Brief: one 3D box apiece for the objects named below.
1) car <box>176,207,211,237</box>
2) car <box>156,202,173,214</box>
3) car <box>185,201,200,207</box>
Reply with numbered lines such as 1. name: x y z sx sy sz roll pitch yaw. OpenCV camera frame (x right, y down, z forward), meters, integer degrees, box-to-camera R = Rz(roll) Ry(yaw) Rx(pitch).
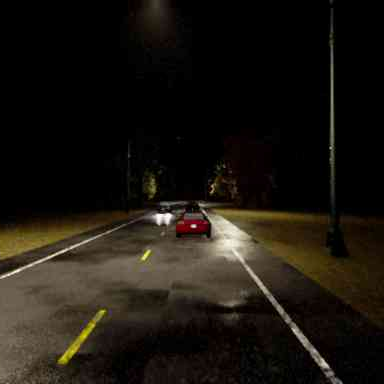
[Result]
1. car: 0.091 1.818 19.751 1.994 1.385 4.181 0 -1 0
2. car: -3.599 2.057 44.203 2.128 1.511 4.902 0 -1 0
3. car: 0.081 2.110 47.205 1.837 1.490 4.892 0 0 0
